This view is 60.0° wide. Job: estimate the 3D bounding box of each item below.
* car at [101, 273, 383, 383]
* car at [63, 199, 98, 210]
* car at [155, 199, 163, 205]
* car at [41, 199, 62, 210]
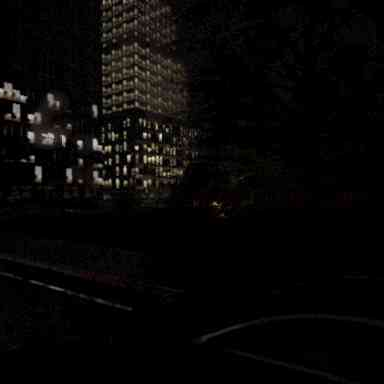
[{"bbox_3d":[1.296,1.492,2.761,4.902,1.511,2.128,0,0,35],"label":"car"},{"bbox_3d":[-15.203,1.757,46.231,1.994,1.385,4.181,-1,-1,37],"label":"car"},{"bbox_3d":[-5.164,1.748,64.791,1.882,1.535,5.008,-1,-1,37],"label":"car"},{"bbox_3d":[-18.714,1.740,46.972,2.128,1.511,4.902,-1,-1,37],"label":"car"}]
